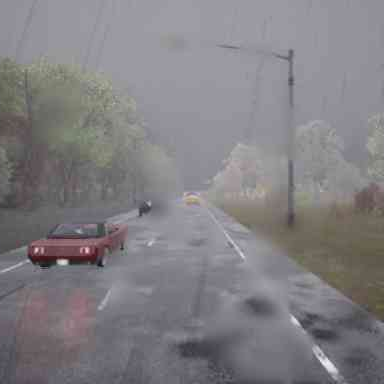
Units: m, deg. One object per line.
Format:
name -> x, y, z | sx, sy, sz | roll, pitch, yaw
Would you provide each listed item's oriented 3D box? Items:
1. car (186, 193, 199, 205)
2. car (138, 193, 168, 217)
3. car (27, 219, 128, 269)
car -> 0.116, 1.254, 52.351 | 1.882, 1.535, 5.008 | 0, 0, 0
car -> -3.392, 1.093, 29.753 | 2.150, 2.045, 5.566 | 0, 0, 0
car -> -3.397, 1.553, 10.976 | 1.895, 1.301, 4.718 | 0, 0, 0
